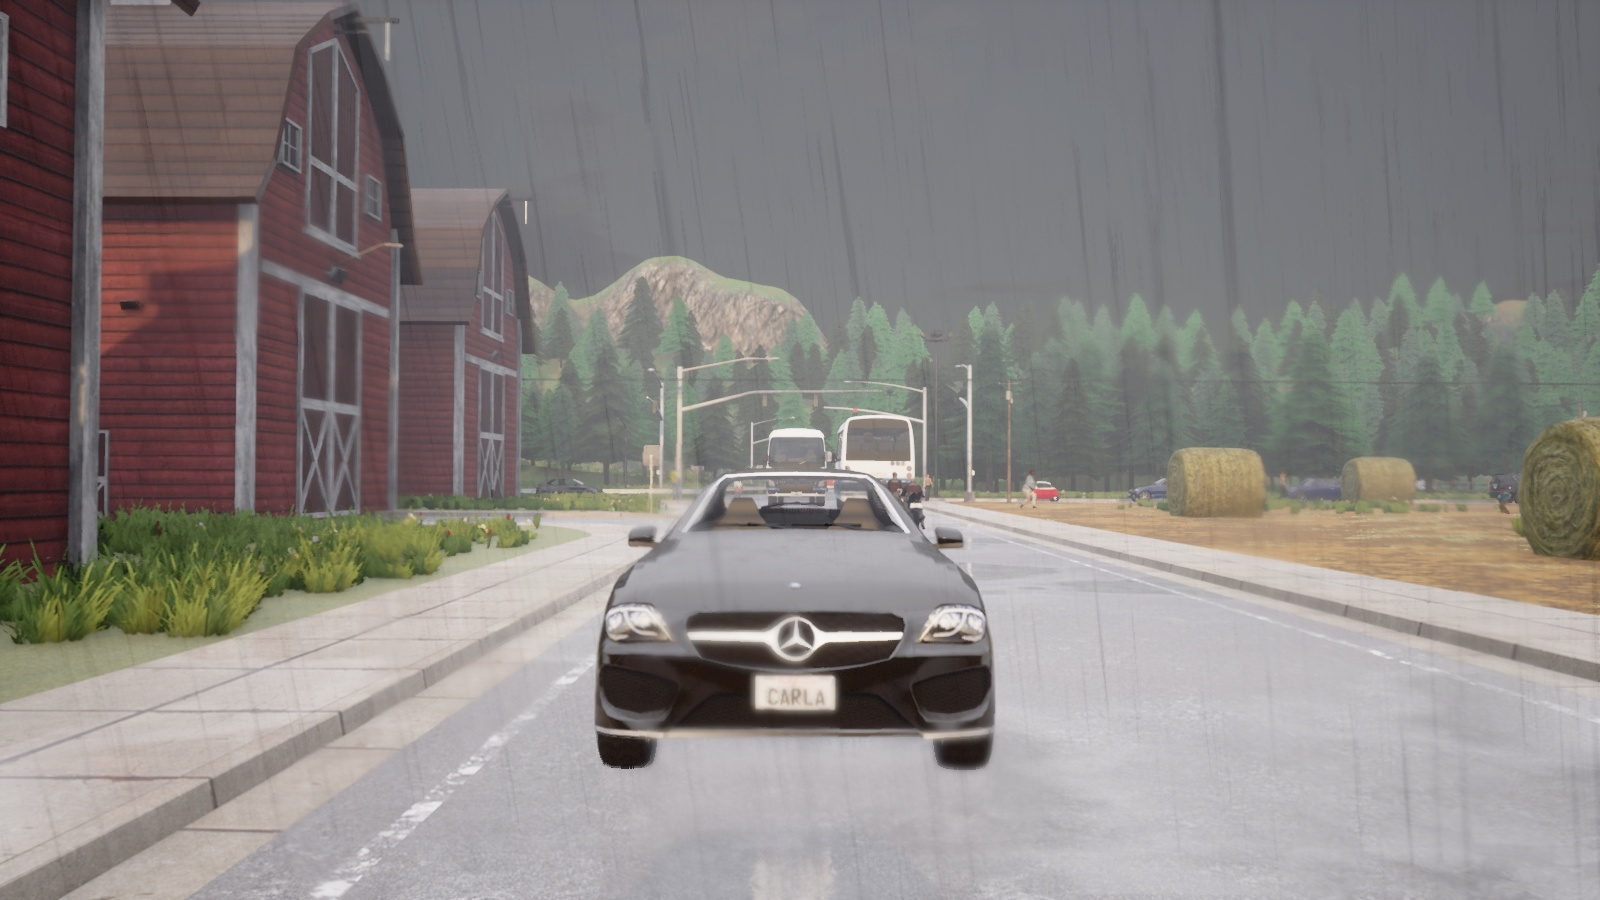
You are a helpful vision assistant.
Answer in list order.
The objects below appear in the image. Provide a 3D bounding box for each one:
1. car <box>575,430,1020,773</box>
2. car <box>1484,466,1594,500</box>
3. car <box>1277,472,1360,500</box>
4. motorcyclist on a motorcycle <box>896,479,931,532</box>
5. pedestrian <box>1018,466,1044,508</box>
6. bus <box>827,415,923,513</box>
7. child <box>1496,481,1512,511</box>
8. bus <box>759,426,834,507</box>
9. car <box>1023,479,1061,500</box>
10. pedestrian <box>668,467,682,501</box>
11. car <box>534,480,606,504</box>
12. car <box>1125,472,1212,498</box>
[{"bbox_3d":[-0.023,0.785,8.600,2.152,1.651,5.027,0,-1,0],"label":"car"},{"bbox_3d":[46.186,2.067,78.595,5.566,2.045,2.150,0,-1,1],"label":"car"},{"bbox_3d":[33.912,2.335,82.280,4.553,1.767,2.097,0,-1,1],"label":"car"},{"bbox_3d":[3.409,1.638,37.893,0.866,1.530,2.191,0,-1,0],"label":"motorcyclist on a motorcycle"},{"bbox_3d":[10.330,1.638,56.177,0.900,1.855,0.874,-1,-1,31],"label":"pedestrian"},{"bbox_3d":[3.348,0.702,59.369,3.944,4.253,10.273,0,-1,0],"label":"bus"},{"bbox_3d":[28.126,1.817,50.169,0.448,1.192,0.343,0,-1,-12],"label":"child"},{"bbox_3d":[-0.183,0.980,71.531,3.944,4.253,10.273,0,-1,0],"label":"bus"},{"bbox_3d":[15.878,2.610,82.557,2.207,1.376,1.481,0,-1,1],"label":"car"},{"bbox_3d":[-6.928,1.888,69.629,0.706,1.836,0.354,1,-2,-39],"label":"pedestrian"},{"bbox_3d":[-14.530,2.626,79.531,4.193,1.474,1.816,0,-1,1],"label":"car"},{"bbox_3d":[24.152,2.298,82.434,5.027,1.651,2.152,0,-1,1],"label":"car"}]
